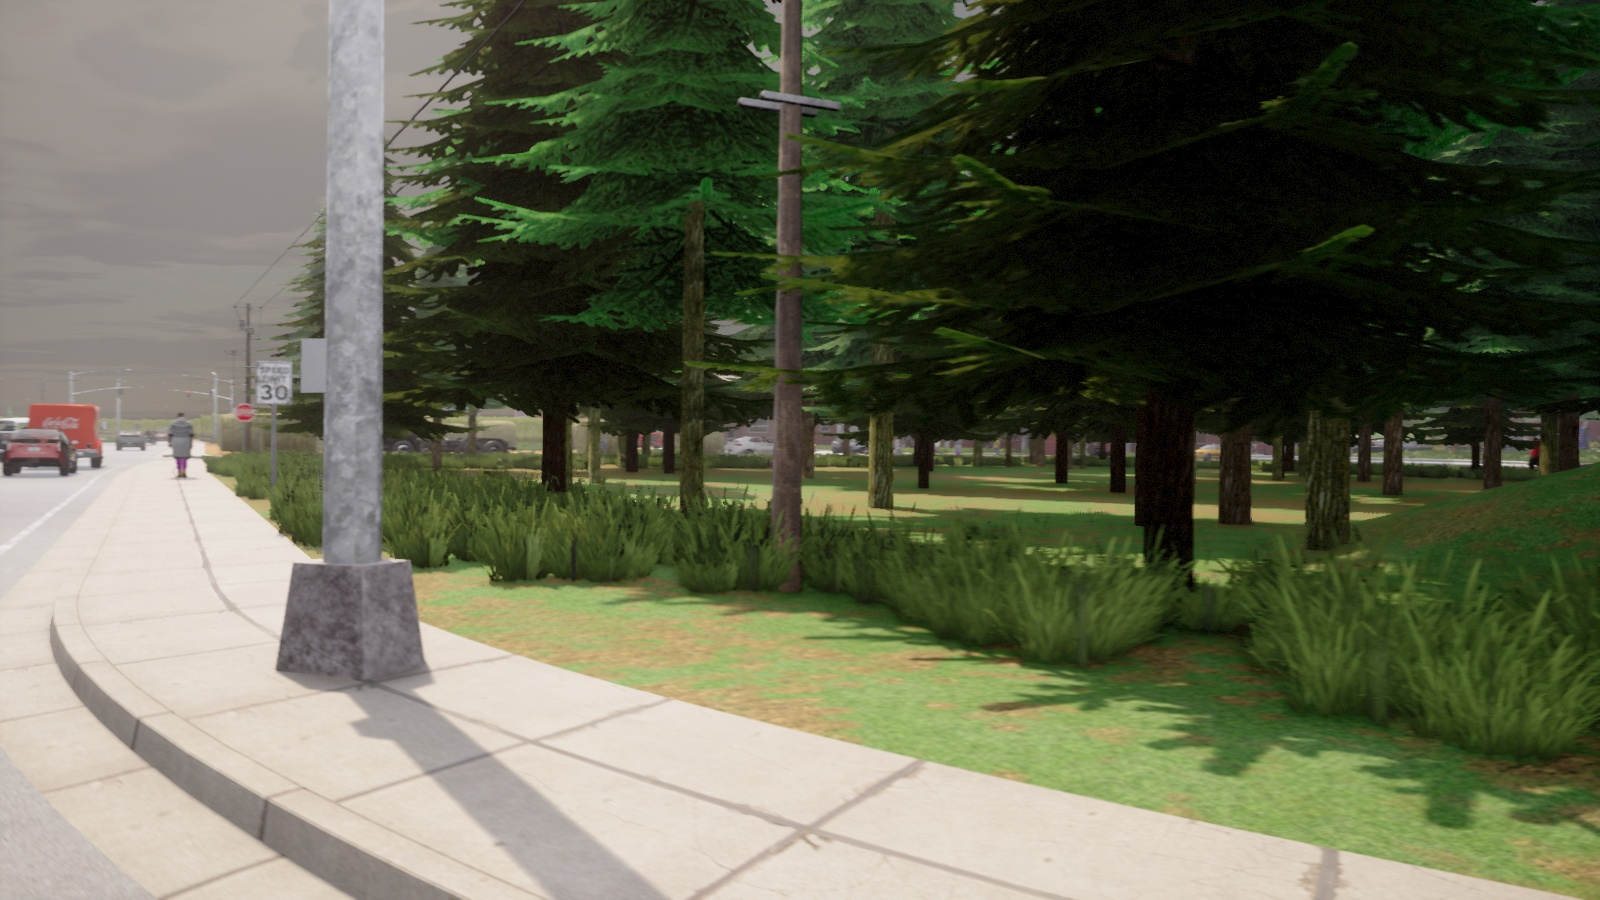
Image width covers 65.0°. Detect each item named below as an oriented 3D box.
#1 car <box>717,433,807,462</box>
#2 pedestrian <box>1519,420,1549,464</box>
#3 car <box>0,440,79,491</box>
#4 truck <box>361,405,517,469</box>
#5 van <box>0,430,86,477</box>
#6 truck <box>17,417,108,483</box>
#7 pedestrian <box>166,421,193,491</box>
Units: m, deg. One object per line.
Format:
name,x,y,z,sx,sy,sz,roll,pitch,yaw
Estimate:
car,-2.288,-0.164,76.321,5.027,1.651,2.152,-1,1,-28
pedestrian,31.299,-0.332,53.559,0.634,1.844,0.899,-1,1,-32
car,-24.769,0.460,40.868,2.007,1.525,4.514,-1,1,-27
truck,-20.275,-0.744,70.618,7.936,3.462,2.891,-1,1,-28
van,-35.496,0.159,57.850,2.069,2.038,4.480,-1,0,11
truck,-28.836,-0.024,49.306,2.627,2.467,5.204,-1,1,-26
pedestrian,-17.534,0.164,35.497,0.659,1.952,0.873,-1,1,-24
